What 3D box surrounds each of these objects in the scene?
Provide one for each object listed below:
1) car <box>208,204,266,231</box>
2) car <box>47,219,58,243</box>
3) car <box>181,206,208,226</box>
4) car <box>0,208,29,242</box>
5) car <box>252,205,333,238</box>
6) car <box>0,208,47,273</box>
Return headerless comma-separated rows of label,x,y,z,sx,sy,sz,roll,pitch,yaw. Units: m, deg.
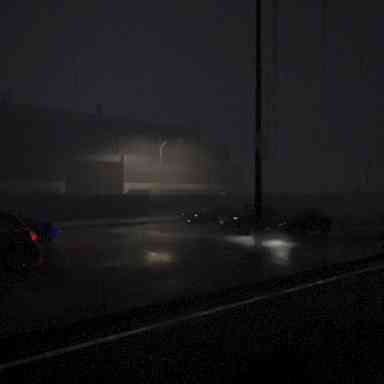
car,3.711,1.502,20.639,4.902,1.511,2.128,0,0,-35
car,-7.759,1.478,12.568,5.008,1.535,1.882,0,0,-35
car,1.592,1.610,23.428,4.718,1.301,1.895,0,0,-35
car,-10.171,1.526,15.149,4.674,1.442,1.812,0,0,-35
car,5.637,1.535,17.715,4.674,1.442,1.812,0,0,-35
car,-6.687,1.352,9.038,4.553,1.767,2.097,0,0,-35
